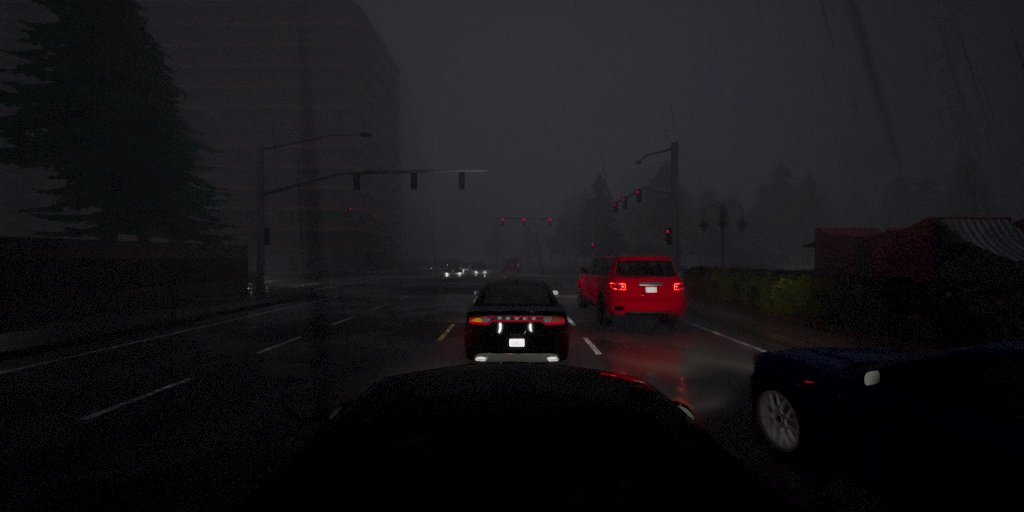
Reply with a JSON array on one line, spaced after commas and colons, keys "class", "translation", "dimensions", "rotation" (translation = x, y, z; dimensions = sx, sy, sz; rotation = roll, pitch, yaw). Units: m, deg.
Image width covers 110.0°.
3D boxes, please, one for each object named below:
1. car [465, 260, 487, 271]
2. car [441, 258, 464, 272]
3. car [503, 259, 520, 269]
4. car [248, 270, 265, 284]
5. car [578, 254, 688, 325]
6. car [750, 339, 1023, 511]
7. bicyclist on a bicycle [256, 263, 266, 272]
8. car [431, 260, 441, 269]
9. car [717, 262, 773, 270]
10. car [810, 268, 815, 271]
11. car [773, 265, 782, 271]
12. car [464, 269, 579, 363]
[{"class": "car", "translation": [-4.886, 1.314, 50.464], "dimensions": [1.994, 1.385, 4.181], "rotation": [0, 0, -18]}, {"class": "car", "translation": [-7.795, 1.102, 46.878], "dimensions": [2.097, 1.767, 4.553], "rotation": [0, 0, -13]}, {"class": "car", "translation": [-0.059, 1.100, 43.859], "dimensions": [2.097, 1.767, 4.553], "rotation": [0, 0, 0]}, {"class": "car", "translation": [-20.135, 1.283, 25.115], "dimensions": [5.008, 1.535, 1.882], "rotation": [0, 0, 1]}, {"class": "car", "translation": [3.639, 0.971, 11.985], "dimensions": [2.150, 2.045, 5.566], "rotation": [0, 0, 1]}, {"class": "car", "translation": [3.599, 1.228, 2.007], "dimensions": [1.882, 1.535, 5.008], "rotation": [0, 0, 0]}, {"class": "bicyclist on a bicycle", "translation": [-28.519, 1.106, 40.704], "dimensions": [0.582, 1.620, 1.656], "rotation": [0, 0, 1]}, {"class": "car", "translation": [-10.575, 1.297, 55.933], "dimensions": [2.033, 1.411, 5.357], "rotation": [0, 0, -26]}, {"class": "car", "translation": [19.512, 1.353, 31.826], "dimensions": [5.357, 1.411, 2.033], "rotation": [0, 0, 1]}, {"class": "car", "translation": [29.118, 1.297, 31.706], "dimensions": [4.902, 1.511, 2.128], "rotation": [0, 0, 1]}, {"class": "car", "translation": [23.962, 1.331, 35.256], "dimensions": [4.674, 1.442, 1.812], "rotation": [0, 0, 1]}, {"class": "car", "translation": [0.096, 1.228, 8.170], "dimensions": [1.882, 1.535, 5.008], "rotation": [0, 0, 0]}]
